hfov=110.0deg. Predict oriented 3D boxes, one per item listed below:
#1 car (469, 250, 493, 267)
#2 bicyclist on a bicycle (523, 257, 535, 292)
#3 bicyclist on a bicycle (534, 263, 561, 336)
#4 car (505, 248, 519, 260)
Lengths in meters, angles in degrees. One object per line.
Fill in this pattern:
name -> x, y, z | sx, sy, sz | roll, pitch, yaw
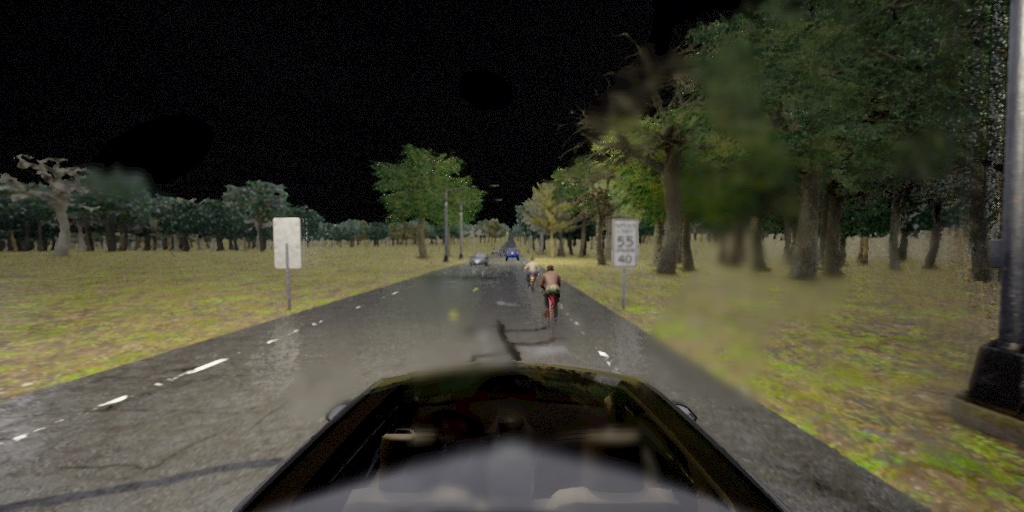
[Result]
car -> -3.600, 0.379, 39.912 | 2.128, 1.511, 4.902 | 0, 1, 0
bicyclist on a bicycle -> 0.955, 0.839, 16.960 | 0.866, 1.612, 1.509 | 0, 1, 0
bicyclist on a bicycle -> 0.959, 1.039, 8.817 | 0.582, 1.620, 1.656 | 0, 1, 0
car -> 0.070, -0.348, 60.936 | 2.150, 2.045, 5.566 | 0, 1, 0
